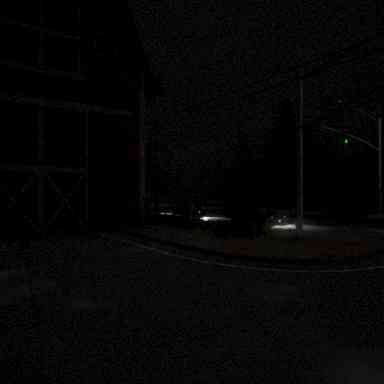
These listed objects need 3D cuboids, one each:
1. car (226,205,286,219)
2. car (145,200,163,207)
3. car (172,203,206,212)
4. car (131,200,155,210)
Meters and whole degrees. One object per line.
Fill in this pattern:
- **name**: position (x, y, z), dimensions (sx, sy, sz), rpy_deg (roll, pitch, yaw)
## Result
- **car**: position (4.823, 1.717, 26.182), dimensions (2.033, 1.411, 5.357), rpy_deg (0, 0, -34)
- **car**: position (-5.385, 1.863, 41.056), dimensions (1.895, 1.301, 4.718), rpy_deg (0, 0, -34)
- **car**: position (-0.398, 1.781, 33.793), dimensions (1.994, 1.385, 4.181), rpy_deg (0, 0, -34)
- **car**: position (-7.471, 1.881, 50.625), dimensions (1.994, 1.385, 4.181), rpy_deg (0, 0, -34)
